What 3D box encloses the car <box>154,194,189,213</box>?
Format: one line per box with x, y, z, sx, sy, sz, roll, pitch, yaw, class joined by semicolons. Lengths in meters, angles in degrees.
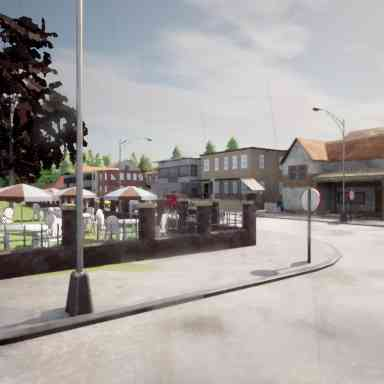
-2.343;1.222;38.093;2.150;2.045;5.566;0;0;-35;car

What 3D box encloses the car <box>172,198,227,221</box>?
0.735;1.506;26.561;1.837;1.490;4.892;0;0;-35;car

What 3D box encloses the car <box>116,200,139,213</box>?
-6.648;1.526;36.928;1.812;1.442;4.674;0;0;-35;car

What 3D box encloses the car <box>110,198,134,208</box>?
-10.436;1.564;49.462;1.994;1.385;4.181;0;0;-35;car

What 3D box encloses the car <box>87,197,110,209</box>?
-12.794;1.478;45.615;1.882;1.535;5.008;0;0;-35;car
